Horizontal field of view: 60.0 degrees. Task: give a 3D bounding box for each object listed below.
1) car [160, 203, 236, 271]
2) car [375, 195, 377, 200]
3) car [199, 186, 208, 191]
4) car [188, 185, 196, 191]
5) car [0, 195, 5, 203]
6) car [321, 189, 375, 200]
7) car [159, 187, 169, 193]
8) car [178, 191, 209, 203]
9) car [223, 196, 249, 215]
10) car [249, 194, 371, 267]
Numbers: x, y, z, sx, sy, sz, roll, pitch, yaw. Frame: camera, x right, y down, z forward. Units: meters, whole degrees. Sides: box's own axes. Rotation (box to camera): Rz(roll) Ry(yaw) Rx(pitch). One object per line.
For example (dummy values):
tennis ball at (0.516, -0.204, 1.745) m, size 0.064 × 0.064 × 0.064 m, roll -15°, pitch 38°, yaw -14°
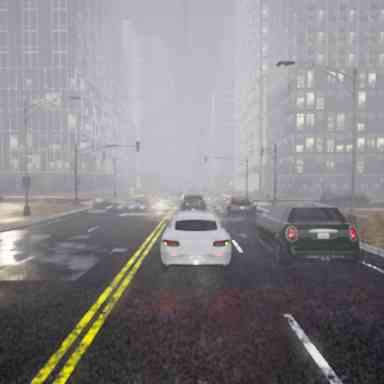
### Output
car at (0.101, 1.276, 9.859) m, size 1.812 × 1.442 × 4.674 m, roll 0°, pitch 2°, yaw 0°
car at (21.806, 0.554, 43.984) m, size 4.829 × 1.417 × 1.752 m, roll 1°, pitch 2°, yaw 1°
car at (3.242, -0.740, 86.466) m, size 1.882 × 1.535 × 5.008 m, roll 0°, pitch 2°, yaw 0°
car at (-0.008, -0.718, 86.467) m, size 1.837 × 1.490 × 4.892 m, roll 0°, pitch 2°, yaw 0°
car at (-22.729, 0.525, 36.219) m, size 4.313 × 1.339 × 1.947 m, roll 1°, pitch 2°, yaw 1°
car at (16.198, 0.635, 35.696) m, size 5.009 × 1.841 × 2.192 m, roll 1°, pitch 2°, yaw 1°
car at (-6.509, -0.447, 78.391) m, size 1.994 × 1.385 × 4.181 m, roll 0°, pitch 1°, yaw 0°
car at (0.098, 0.908, 23.574) m, size 1.837 × 1.490 × 4.892 m, roll 0°, pitch 1°, yaw 0°
car at (3.347, 0.958, 23.979) m, size 1.994 × 1.385 × 4.181 m, roll 0°, pitch 1°, yaw 0°
car at (3.348, 1.084, 10.589) m, size 2.097 × 1.767 × 4.553 m, roll 0°, pitch 1°, yaw 0°
